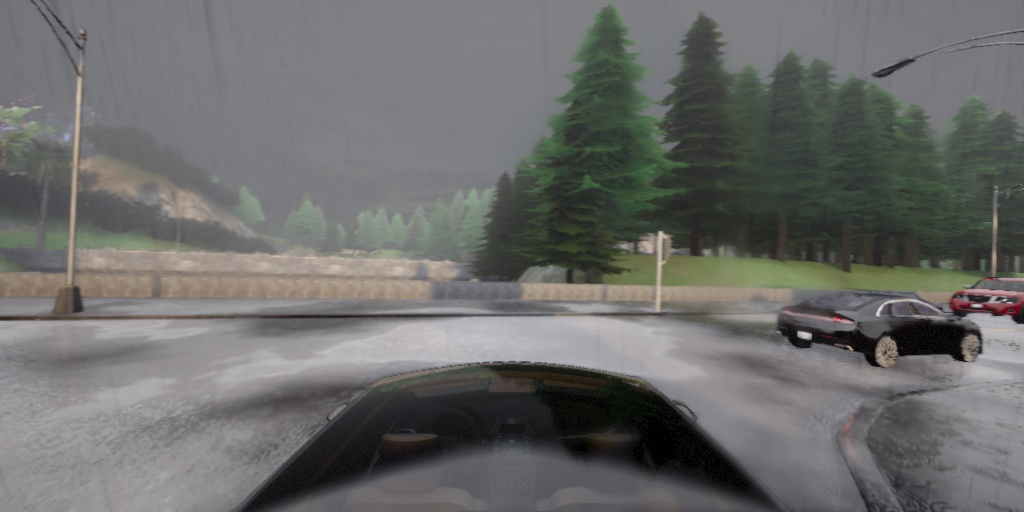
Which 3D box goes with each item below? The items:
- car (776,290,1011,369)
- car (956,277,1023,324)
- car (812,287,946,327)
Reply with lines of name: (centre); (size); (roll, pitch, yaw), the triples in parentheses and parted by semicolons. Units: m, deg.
car: (8.862, 1.659, 8.678); (4.902, 1.511, 2.128); (2, 0, -16)
car: (24.549, 2.101, 17.674); (5.566, 2.045, 2.150); (2, 0, -17)
car: (15.163, 2.074, 14.847); (4.718, 1.301, 1.895); (2, 0, -17)
